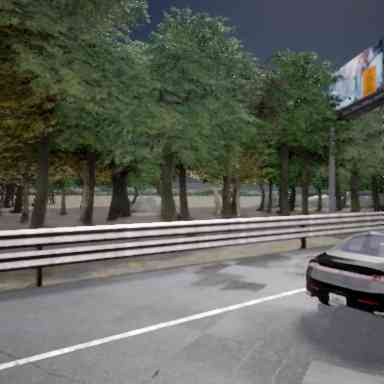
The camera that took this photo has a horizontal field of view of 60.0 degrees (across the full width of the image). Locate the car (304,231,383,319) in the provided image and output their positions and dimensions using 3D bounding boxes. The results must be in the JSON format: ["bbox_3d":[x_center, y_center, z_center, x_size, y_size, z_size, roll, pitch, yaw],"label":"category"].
[{"bbox_3d":[4.390,1.550,6.801,4.902,1.511,2.128,0,0,-34],"label":"car"}]
